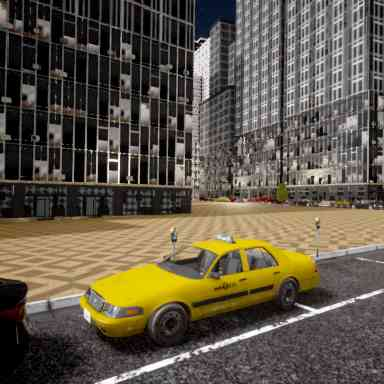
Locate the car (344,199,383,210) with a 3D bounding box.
[{"bbox_3d":[22.592,1.653,43.201,2.008,1.369,4.403,1,-1,-22],"label":"car"}]

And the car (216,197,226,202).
[{"bbox_3d":[7.892,1.845,79.296,1.752,1.417,4.829,1,-1,-22],"label":"car"}]

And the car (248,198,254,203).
[{"bbox_3d":[15.114,2.051,82.450,1.802,1.307,4.206,1,-1,-22],"label":"car"}]

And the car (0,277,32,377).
[{"bbox_3d":[-3.944,1.565,3.272,4.313,1.339,1.947,0,1,-36],"label":"car"}]

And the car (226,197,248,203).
[{"bbox_3d":[9.938,1.729,74.275,1.967,1.590,4.097,1,-1,-22],"label":"car"}]

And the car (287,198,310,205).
[{"bbox_3d":[21.445,1.926,66.907,2.008,1.369,4.403,1,-1,-22],"label":"car"}]

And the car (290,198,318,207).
[{"bbox_3d":[18.374,1.715,53.559,2.008,1.369,4.403,1,-1,-22],"label":"car"}]

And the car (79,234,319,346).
[{"bbox_3d":[0.420,1.528,6.330,4.829,1.417,1.752,0,1,-35],"label":"car"}]

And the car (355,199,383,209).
[{"bbox_3d":[27.776,1.833,51.363,2.008,1.369,4.403,1,-1,-22],"label":"car"}]

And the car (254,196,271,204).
[{"bbox_3d":[17.228,1.753,77.272,2.192,1.841,5.009,1,-1,-22],"label":"car"}]

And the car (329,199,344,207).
[{"bbox_3d":[25.601,1.839,56.702,1.752,1.417,4.829,1,-1,-22],"label":"car"}]

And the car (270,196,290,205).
[{"bbox_3d":[16.266,1.636,58.739,1.967,1.590,4.097,1,-1,-22],"label":"car"}]

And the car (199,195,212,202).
[{"bbox_3d":[3.612,1.698,89.813,2.192,1.841,5.009,1,-1,-22],"label":"car"}]
